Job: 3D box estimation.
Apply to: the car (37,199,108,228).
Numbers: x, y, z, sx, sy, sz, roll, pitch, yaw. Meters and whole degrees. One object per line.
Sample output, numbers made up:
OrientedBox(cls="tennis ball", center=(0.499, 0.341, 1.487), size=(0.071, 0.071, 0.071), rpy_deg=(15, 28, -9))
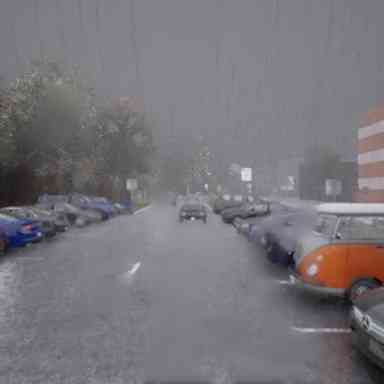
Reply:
OrientedBox(cls="car", center=(-8.204, 1.385, 20.898), size=(4.892, 1.521, 2.231), rpy_deg=(0, 0, 0))

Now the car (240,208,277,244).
OrientedBox(cls="car", center=(4.388, 1.465, 12.530), size=(4.674, 1.452, 2.002), rpy_deg=(0, 0, 0))

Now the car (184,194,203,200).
OrientedBox(cls="car", center=(0.021, 1.333, 41.155), size=(1.994, 1.385, 4.181), rpy_deg=(0, 0, 0))

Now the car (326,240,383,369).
OrientedBox(cls="car", center=(4.410, 1.502, 4.053), size=(4.674, 1.452, 2.002), rpy_deg=(0, 0, 0))

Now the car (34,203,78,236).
OrientedBox(cls="car", center=(-8.179, 1.412, 15.251), size=(4.892, 1.521, 2.231), rpy_deg=(0, 0, 0))

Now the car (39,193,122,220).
OrientedBox(cls="car", center=(-8.175, 1.118, 23.596), size=(5.566, 2.045, 2.435), rpy_deg=(0, 0, 0))

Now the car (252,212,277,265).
OrientedBox(cls="car", center=(4.426, 1.467, 9.704), size=(4.792, 1.488, 2.163), rpy_deg=(0, 0, 0))

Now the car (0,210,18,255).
OrientedBox(cls="car", center=(-8.167, 1.436, 9.603), size=(5.008, 1.535, 2.097), rpy_deg=(0, 0, 0))

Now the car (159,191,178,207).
OrientedBox(cls="car", center=(-3.341, 0.939, 46.704), size=(2.150, 2.045, 5.566), rpy_deg=(0, 0, 0))

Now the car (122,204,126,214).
OrientedBox(cls="car", center=(-8.152, 1.202, 29.377), size=(4.553, 1.767, 2.185), rpy_deg=(0, 0, 0))

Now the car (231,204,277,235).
OrientedBox(cls="car", center=(4.388, 1.452, 15.356), size=(4.674, 1.452, 2.002), rpy_deg=(0, 0, 0))

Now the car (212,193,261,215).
OrientedBox(cls="car", center=(4.392, 1.101, 26.657), size=(5.566, 2.045, 2.435), rpy_deg=(0, 0, 0))

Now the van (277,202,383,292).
OrientedBox(cls="van", center=(4.285, 1.224, 6.877), size=(4.442, 1.987, 1.878), rpy_deg=(0, 0, 0))

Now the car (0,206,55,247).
OrientedBox(cls="car", center=(-8.172, 1.424, 12.427), size=(5.008, 1.535, 2.097), rpy_deg=(0, 0, 0))

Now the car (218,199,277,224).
OrientedBox(cls="car", center=(4.380, 1.385, 21.006), size=(5.008, 1.535, 2.097), rpy_deg=(0, 0, 0))

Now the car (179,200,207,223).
OrientedBox(cls="car", center=(0.052, 1.485, 24.510), size=(1.895, 1.301, 4.718), rpy_deg=(0, 0, 0))
